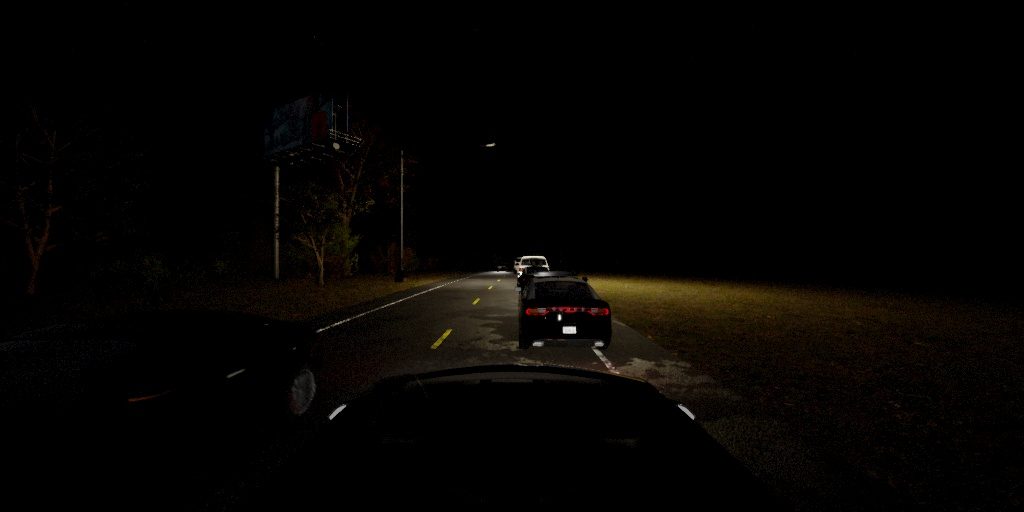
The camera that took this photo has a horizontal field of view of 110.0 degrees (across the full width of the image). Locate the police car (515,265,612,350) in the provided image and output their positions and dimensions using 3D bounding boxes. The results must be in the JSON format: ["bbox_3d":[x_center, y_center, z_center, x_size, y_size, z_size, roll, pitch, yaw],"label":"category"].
[{"bbox_3d":[1.104,1.184,9.275,1.930,1.638,5.238,0,0,1],"label":"police car"}]

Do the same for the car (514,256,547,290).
[{"bbox_3d":[1.460,1.044,25.140,2.150,2.045,5.566,0,0,2],"label":"car"}]

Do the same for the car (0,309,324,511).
[{"bbox_3d":[-3.464,1.276,3.111,1.812,1.442,4.674,0,0,0],"label":"car"}]

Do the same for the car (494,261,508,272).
[{"bbox_3d":[-1.619,1.537,53.817,2.128,1.511,4.902,0,0,4],"label":"car"}]

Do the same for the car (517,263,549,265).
[{"bbox_3d":[1.288,1.296,19.131,1.837,1.490,4.892,0,0,1],"label":"car"}]

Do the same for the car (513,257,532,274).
[{"bbox_3d":[1.423,1.203,46.485,2.150,2.045,5.566,0,0,4],"label":"car"}]
